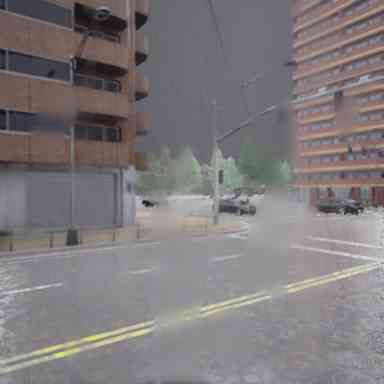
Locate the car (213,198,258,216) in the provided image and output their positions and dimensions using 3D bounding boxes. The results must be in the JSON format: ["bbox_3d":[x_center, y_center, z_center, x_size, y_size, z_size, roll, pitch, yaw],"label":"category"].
[{"bbox_3d":[3.938,1.374,30.649,1.837,1.490,4.892,0,1,-35],"label":"car"}]

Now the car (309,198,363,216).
[{"bbox_3d":[12.935,1.333,30.186,1.837,1.490,4.892,1,-1,-30],"label":"car"}]

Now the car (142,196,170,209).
[{"bbox_3d":[-4.683,1.352,43.025,1.882,1.535,5.008,0,0,-35],"label":"car"}]
